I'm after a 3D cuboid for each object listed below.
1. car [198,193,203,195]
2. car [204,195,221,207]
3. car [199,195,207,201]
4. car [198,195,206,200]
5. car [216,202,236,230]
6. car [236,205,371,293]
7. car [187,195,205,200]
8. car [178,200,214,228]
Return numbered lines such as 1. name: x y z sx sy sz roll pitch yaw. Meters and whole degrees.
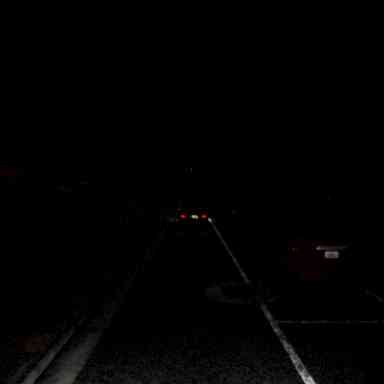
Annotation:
1. car: 2.630 1.378 68.803 1.947 1.339 4.313 1 0 0
2. car: 2.647 1.269 42.055 1.967 1.590 4.097 2 0 0
3. car: 2.626 1.364 79.846 1.752 1.417 4.829 1 0 0
4. car: 2.619 1.448 90.552 1.947 1.339 4.313 1 0 0
5. car: 2.653 1.482 19.841 1.802 1.307 4.206 2 0 0
6. car: 2.667 1.267 8.733 2.192 1.841 5.009 2 0 0
7. car: 0.085 1.382 39.163 2.033 1.411 5.357 0 0 0
8. car: 0.092 1.440 21.347 2.033 1.411 5.357 0 0 0
